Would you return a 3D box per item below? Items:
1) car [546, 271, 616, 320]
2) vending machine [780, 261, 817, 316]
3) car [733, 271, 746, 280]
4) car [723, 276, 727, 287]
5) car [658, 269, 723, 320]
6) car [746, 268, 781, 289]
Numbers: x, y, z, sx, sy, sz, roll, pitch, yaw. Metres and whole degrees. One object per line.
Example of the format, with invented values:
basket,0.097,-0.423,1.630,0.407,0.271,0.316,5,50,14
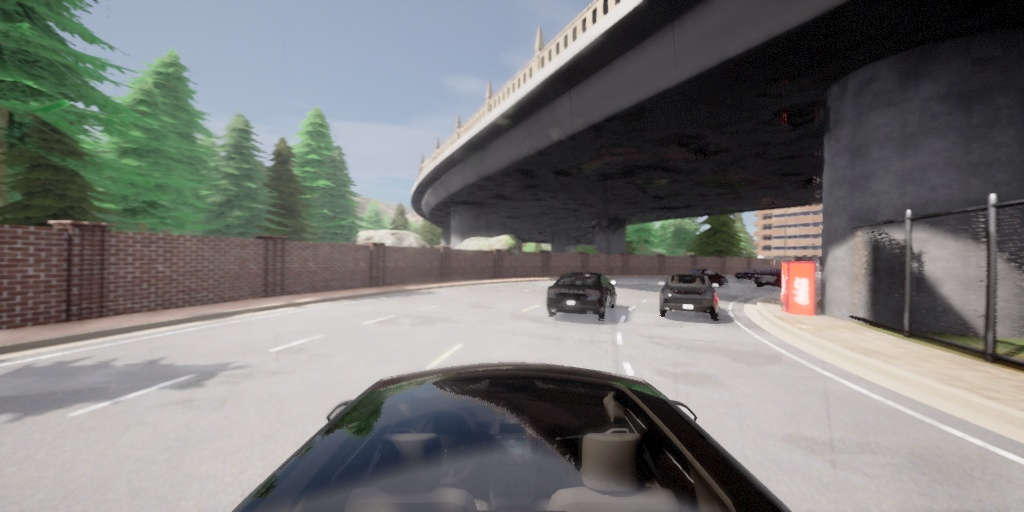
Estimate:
car,2.712,1.310,13.309,1.882,1.535,5.008,1,0,21
vending machine,10.447,1.183,13.124,1.100,2.100,0.880,0,0,29
car,25.720,1.955,37.912,4.718,1.301,1.895,1,0,-26
car,14.765,1.674,27.723,4.181,1.385,1.994,1,0,-34
car,6.748,1.420,13.784,1.837,1.490,4.892,0,-1,26
car,20.307,1.710,27.025,4.902,1.511,2.128,1,0,-29
